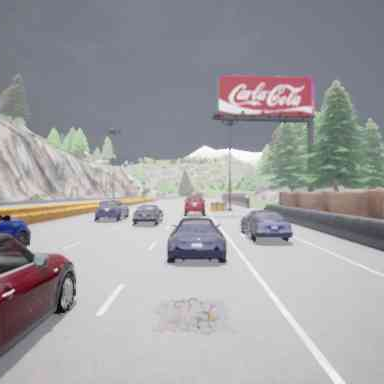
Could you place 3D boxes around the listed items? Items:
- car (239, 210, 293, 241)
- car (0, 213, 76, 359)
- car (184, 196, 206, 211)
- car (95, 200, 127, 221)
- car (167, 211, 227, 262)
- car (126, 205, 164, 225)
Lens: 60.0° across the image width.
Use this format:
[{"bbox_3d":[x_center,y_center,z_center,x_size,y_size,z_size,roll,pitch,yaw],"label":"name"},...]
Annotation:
[{"bbox_3d":[3.691,1.644,17.297,2.033,1.411,5.357,0,0,0],"label":"car"},{"bbox_3d":[-3.353,1.366,4.821,2.097,1.767,4.553,0,0,0],"label":"car"},{"bbox_3d":[0.287,1.399,35.484,2.150,2.045,5.566,0,0,0],"label":"car"},{"bbox_3d":[-6.748,1.472,28.550,2.097,1.767,4.553,0,0,0],"label":"car"},{"bbox_3d":[0.164,1.626,12.331,1.994,1.385,4.181,0,0,0],"label":"car"},{"bbox_3d":[-3.263,1.663,25.240,2.033,1.411,5.357,0,0,0],"label":"car"}]
